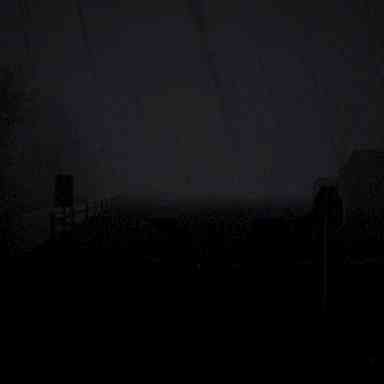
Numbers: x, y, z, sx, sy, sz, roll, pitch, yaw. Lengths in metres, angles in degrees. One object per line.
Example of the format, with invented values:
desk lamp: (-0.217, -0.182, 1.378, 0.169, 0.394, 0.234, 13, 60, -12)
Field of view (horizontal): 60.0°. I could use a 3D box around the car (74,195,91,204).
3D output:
car: (-16.534, 1.108, 50.390, 1.994, 1.385, 4.181, 0, 1, -9)
